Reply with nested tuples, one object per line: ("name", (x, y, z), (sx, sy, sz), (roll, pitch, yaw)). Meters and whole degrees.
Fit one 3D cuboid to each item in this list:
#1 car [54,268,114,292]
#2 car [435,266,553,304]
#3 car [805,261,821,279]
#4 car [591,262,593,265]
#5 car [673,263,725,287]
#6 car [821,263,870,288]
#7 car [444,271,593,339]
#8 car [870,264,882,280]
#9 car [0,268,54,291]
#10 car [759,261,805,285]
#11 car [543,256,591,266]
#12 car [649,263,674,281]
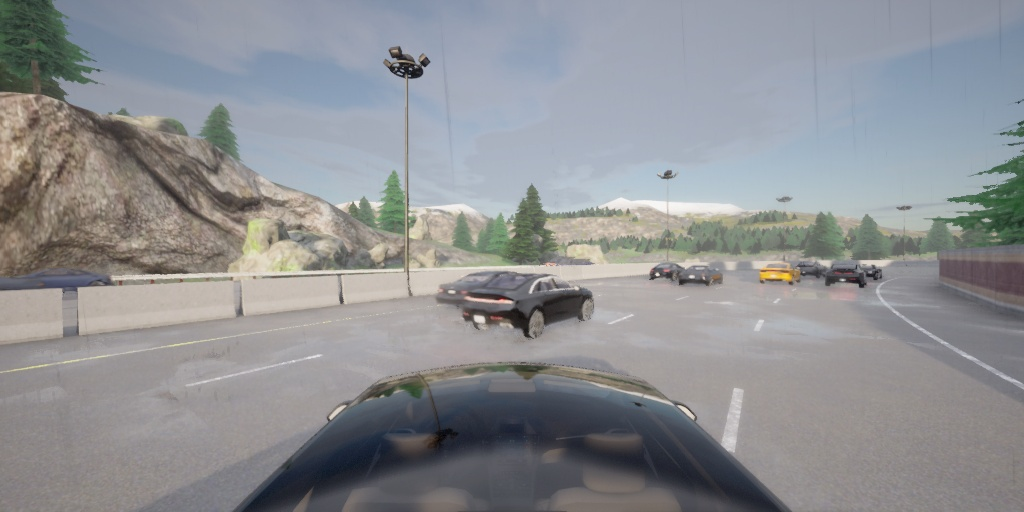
("car", (-23.650, 1.314, 18.489), (1.994, 1.385, 4.181), (0, 0, 34))
("car", (-0.556, 1.298, 14.451), (2.033, 1.411, 5.357), (0, 0, 38))
("car", (27.685, 1.242, 33.218), (4.902, 1.511, 2.128), (0, 0, -39))
("car", (9.363, 1.100, 50.165), (4.553, 1.767, 2.097), (0, 0, -40))
("car", (13.126, 1.315, 24.785), (1.994, 1.385, 4.181), (0, 0, 44))
("car", (22.478, 1.255, 24.108), (4.892, 1.490, 1.837), (0, 0, -43))
("car", (0.686, 1.242, 10.230), (2.128, 1.511, 4.902), (0, 0, 36))
("car", (30.415, 1.351, 30.943), (4.718, 1.301, 1.895), (0, 0, -39))
("car", (-22.467, 1.297, 14.002), (2.033, 1.411, 5.357), (0, 0, 33))
("car", (19.747, 1.228, 26.340), (5.008, 1.535, 1.882), (0, 0, -44))
("car", (5.826, 1.102, 37.528), (4.553, 1.767, 2.097), (0, 0, -44))
("car", (12.994, 1.276, 29.603), (4.674, 1.442, 1.812), (0, 0, -45))
